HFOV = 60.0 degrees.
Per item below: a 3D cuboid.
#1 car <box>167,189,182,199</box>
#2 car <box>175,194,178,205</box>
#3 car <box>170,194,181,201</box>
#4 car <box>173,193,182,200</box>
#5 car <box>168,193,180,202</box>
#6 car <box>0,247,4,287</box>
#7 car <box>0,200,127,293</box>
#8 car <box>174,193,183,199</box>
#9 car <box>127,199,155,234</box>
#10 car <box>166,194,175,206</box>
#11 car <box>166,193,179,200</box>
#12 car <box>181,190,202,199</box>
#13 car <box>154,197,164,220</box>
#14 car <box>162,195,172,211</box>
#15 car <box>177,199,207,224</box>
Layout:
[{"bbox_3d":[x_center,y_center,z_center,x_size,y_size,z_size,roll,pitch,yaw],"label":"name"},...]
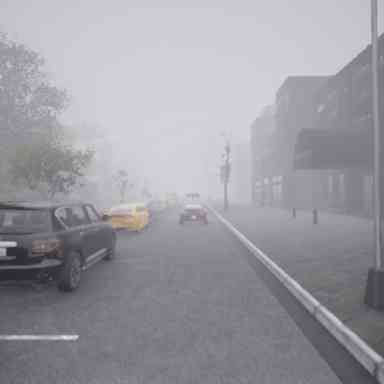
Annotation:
[{"bbox_3d":[-3.657,1.009,61.139,2.435,2.045,5.566,0,0,2],"label":"car"},{"bbox_3d":[-3.656,1.354,46.646,2.231,1.521,4.892,0,0,2],"label":"car"},{"bbox_3d":[-3.670,1.259,74.399,2.163,1.488,4.792,-1,1,2],"label":"car"},{"bbox_3d":[-3.653,1.130,85.646,1.946,1.575,5.366,0,1,2],"label":"car"},{"bbox_3d":[-3.660,1.106,68.793,2.185,1.767,4.553,0,1,2],"label":"car"},{"bbox_3d":[-3.653,1.536,2.279,2.002,1.452,4.674,0,0,0],"label":"car"},{"bbox_3d":[-3.654,1.230,9.023,2.435,2.045,5.566,0,0,1],"label":"car"},{"bbox_3d":[-3.661,1.124,91.782,2.002,1.452,4.674,0,1,2],"label":"car"},{"bbox_3d":[-3.653,1.414,18.908,2.097,1.535,5.008,0,0,2],"label":"car"},{"bbox_3d":[-3.656,1.370,41.090,2.097,1.535,5.008,0,1,2],"label":"car"},{"bbox_3d":[-3.657,1.316,52.187,2.097,1.535,5.008,0,0,2],"label":"car"},{"bbox_3d":[0.083,1.075,41.435,2.150,2.045,5.566,0,0,0],"label":"car"},{"bbox_3d":[-3.654,1.407,24.456,2.097,1.535,5.008,0,0,2],"label":"car"},{"bbox_3d":[-3.648,1.373,34.708,1.946,1.575,5.366,0,0,2],"label":"car"},{"bbox_3d":[0.099,1.435,23.549,1.812,1.442,4.674,0,0,0],"label":"car"}]
